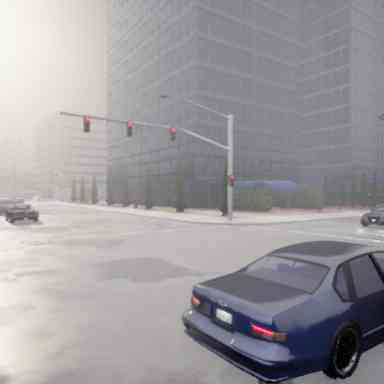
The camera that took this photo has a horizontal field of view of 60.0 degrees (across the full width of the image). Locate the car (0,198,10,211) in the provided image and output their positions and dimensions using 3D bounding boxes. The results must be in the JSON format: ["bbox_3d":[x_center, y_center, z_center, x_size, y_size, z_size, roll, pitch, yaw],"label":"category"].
[{"bbox_3d":[-24.637,1.505,42.316,2.128,1.511,4.902,0,0,-34],"label":"car"}]

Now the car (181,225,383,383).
[{"bbox_3d":[2.428,1.551,5.486,5.357,1.411,2.033,0,0,-36],"label":"car"}]

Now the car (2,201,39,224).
[{"bbox_3d":[-13.093,1.610,25.564,1.895,1.301,4.718,0,0,-35],"label":"car"}]

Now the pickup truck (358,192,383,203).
[{"bbox_3d":[26.801,1.096,47.392,6.274,2.098,2.390,0,0,-4],"label":"pickup truck"}]

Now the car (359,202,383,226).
[{"bbox_3d":[12.892,1.581,21.757,4.181,1.385,1.994,0,0,-35],"label":"car"}]

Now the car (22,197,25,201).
[{"bbox_3d":[-28.711,1.510,54.698,2.128,1.511,4.902,0,0,-35],"label":"car"}]

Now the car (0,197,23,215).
[{"bbox_3d":[-18.763,1.516,33.783,1.837,1.490,4.892,0,0,-35],"label":"car"}]
